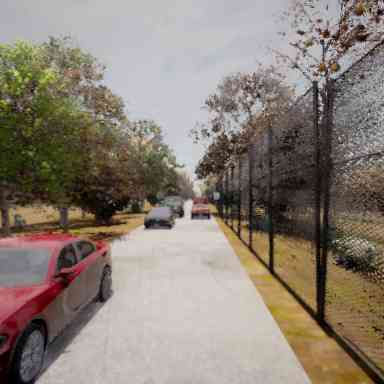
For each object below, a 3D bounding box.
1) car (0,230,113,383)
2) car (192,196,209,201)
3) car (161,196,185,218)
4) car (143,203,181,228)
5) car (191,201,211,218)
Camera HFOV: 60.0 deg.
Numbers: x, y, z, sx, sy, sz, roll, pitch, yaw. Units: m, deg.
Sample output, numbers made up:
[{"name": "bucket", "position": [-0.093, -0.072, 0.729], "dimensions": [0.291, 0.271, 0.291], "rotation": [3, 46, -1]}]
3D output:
[{"name": "car", "position": [-2.745, 1.495, 5.539], "dimensions": [1.882, 1.535, 5.008], "rotation": [1, 0, 1]}, {"name": "car", "position": [1.189, 1.597, 46.151], "dimensions": [2.150, 2.045, 5.566], "rotation": [1, -1, 2]}, {"name": "car", "position": [-1.921, 1.472, 34.256], "dimensions": [2.150, 2.045, 5.566], "rotation": [1, 0, 2]}, {"name": "car", "position": [-2.183, 1.735, 23.831], "dimensions": [2.033, 1.411, 5.357], "rotation": [1, 0, 1]}, {"name": "car", "position": [0.865, 1.871, 32.972], "dimensions": [1.895, 1.301, 4.718], "rotation": [1, 0, 2]}]
